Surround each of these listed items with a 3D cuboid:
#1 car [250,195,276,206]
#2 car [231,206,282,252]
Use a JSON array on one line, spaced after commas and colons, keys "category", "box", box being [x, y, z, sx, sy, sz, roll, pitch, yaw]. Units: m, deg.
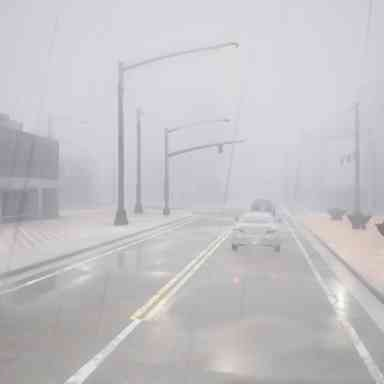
[{"category": "car", "box": [6.083, 1.365, 28.477, 2.097, 1.767, 4.553, 0, 0, 13]}, {"category": "car", "box": [2.725, 1.532, 13.889, 1.812, 1.442, 4.674, 0, 0, 13]}]
